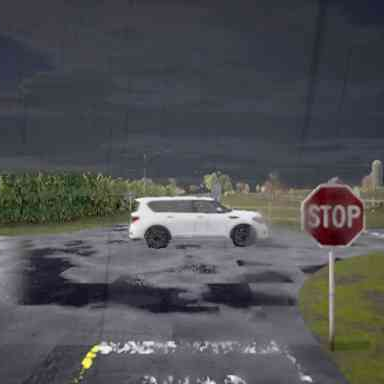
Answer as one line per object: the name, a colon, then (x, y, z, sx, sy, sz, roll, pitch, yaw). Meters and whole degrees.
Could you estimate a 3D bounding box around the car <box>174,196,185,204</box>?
car: (-2.385, 1.558, 65.575, 2.033, 1.411, 5.357, 0, 0, 0)

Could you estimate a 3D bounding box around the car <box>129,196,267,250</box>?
car: (0.218, 1.189, 13.727, 5.566, 2.045, 2.150, -1, -1, 0)
